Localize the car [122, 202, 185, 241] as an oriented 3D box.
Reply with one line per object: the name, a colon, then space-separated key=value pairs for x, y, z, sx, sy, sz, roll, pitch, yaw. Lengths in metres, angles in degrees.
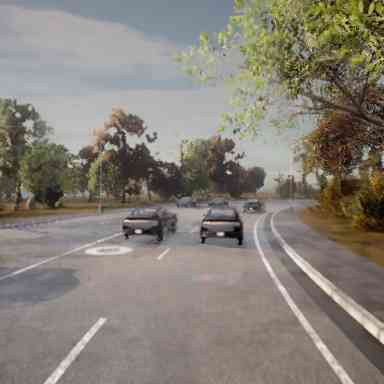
car: x=-1.925 y=1.465 z=16.549 sx=2.128 sy=1.511 sz=4.902 roll=0 pitch=0 yaw=8

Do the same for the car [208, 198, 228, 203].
car: x=3.840 y=1.517 z=48.331 sx=1.994 sy=1.385 sz=4.181 roll=0 pitch=0 yaw=25

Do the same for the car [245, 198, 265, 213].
car: x=7.005 y=1.496 z=37.174 sx=1.837 sy=1.490 sz=4.892 roll=0 pitch=0 yaw=20

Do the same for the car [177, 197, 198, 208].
car: x=-0.655 y=1.433 z=46.864 sx=1.837 sy=1.490 sz=4.892 roll=0 pitch=0 yaw=24

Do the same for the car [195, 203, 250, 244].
car: x=1.494 y=1.481 z=15.817 sx=2.128 sy=1.511 sz=4.902 roll=0 pitch=0 yaw=8
